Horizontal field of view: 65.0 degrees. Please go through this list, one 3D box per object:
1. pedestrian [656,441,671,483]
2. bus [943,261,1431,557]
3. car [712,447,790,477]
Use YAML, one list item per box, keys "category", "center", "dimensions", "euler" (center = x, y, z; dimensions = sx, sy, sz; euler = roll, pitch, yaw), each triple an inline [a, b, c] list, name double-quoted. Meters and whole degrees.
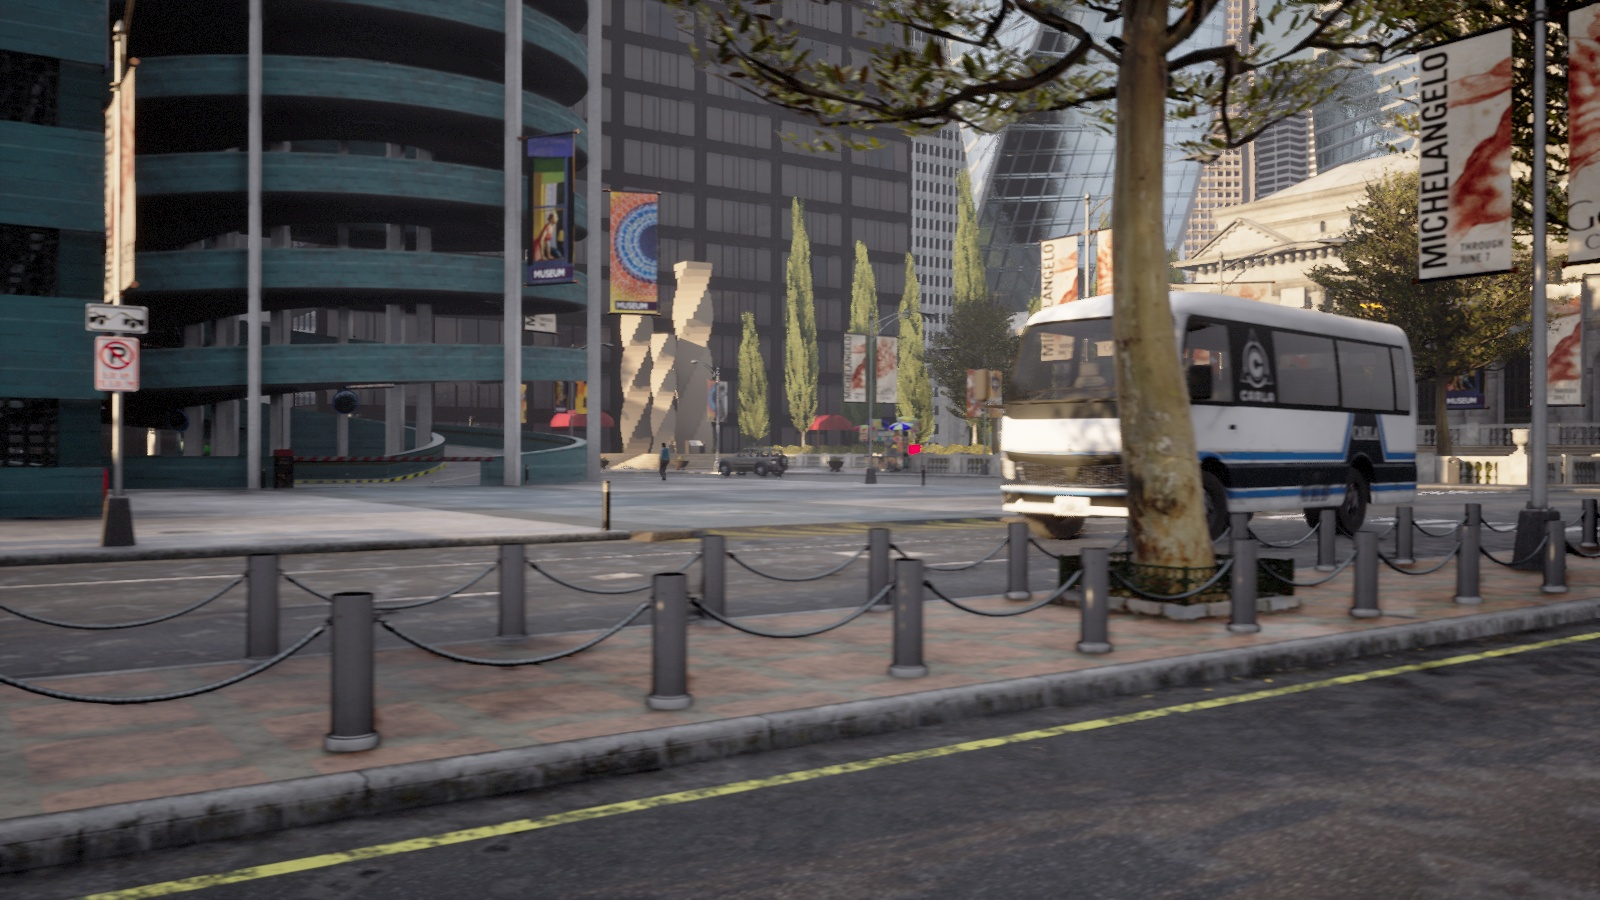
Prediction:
- category: "pedestrian"
  center: [-6.386, 0.559, 58.675]
  dimensions: [0.396, 1.930, 0.692]
  euler: [0, 0, -39]
- category: "bus"
  center: [7.483, -0.591, 22.968]
  dimensions: [10.273, 4.253, 3.944]
  euler: [0, 0, -43]
- category: "car"
  center: [-3.092, 0.761, 78.869]
  dimensions: [4.605, 1.855, 1.932]
  euler: [0, 0, 35]
